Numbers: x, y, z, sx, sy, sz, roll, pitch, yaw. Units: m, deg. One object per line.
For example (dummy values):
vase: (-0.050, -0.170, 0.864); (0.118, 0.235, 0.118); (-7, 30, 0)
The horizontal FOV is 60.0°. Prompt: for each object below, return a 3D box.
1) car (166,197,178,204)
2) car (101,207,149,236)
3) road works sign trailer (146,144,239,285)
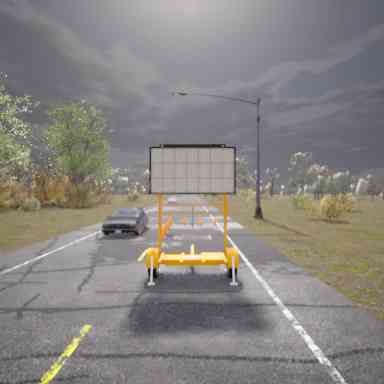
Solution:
car: (-3.488, 1.537, 59.026); (1.812, 1.442, 4.674); (0, 0, 0)
car: (-3.570, 1.544, 18.787); (2.033, 1.411, 5.357); (0, 0, 0)
road works sign trailer: (0.017, 0.462, 9.435); (2.380, 3.560, 2.880); (0, 0, 0)
